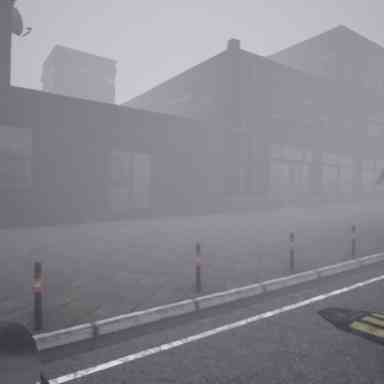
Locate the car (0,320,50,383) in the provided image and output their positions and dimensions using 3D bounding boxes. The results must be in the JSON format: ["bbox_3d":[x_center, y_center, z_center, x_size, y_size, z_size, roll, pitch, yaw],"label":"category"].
[{"bbox_3d":[-3.105,1.489,1.184,4.902,1.511,2.128,0,0,-35],"label":"car"}]
